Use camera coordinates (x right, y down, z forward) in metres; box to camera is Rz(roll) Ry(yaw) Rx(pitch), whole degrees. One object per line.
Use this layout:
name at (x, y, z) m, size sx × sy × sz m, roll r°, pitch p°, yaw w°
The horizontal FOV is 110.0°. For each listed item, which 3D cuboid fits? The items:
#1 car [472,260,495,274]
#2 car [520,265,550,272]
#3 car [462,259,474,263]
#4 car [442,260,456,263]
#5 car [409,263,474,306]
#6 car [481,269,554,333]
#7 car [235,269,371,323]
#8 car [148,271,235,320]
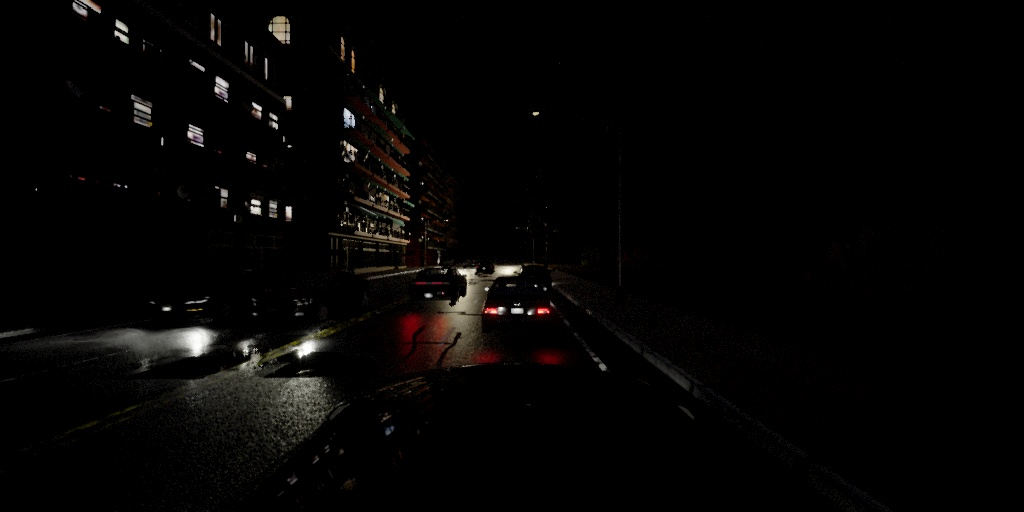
car at (-3.073, 1.317, 41.526) m, size 1.994 × 1.385 × 4.181 m, roll 0°, pitch 0°, yaw 0°
car at (1.173, 1.258, 20.372) m, size 1.837 × 1.490 × 4.892 m, roll 0°, pitch 0°, yaw 0°
car at (-6.487, 1.258, 55.592) m, size 1.837 × 1.490 × 4.892 m, roll 0°, pitch 0°, yaw 0°
car at (-9.733, 1.278, 55.706) m, size 1.812 × 1.442 × 4.674 m, roll 0°, pitch 0°, yaw 0°
car at (-3.122, 1.245, 15.854) m, size 2.128 × 1.511 × 4.902 m, roll 0°, pitch 0°, yaw 0°
car at (0.120, 1.299, 10.684) m, size 2.033 × 1.411 × 5.357 m, roll 0°, pitch 0°, yaw 0°
car at (-6.579, 1.230, 12.320) m, size 1.882 × 1.535 × 5.008 m, roll 0°, pitch 0°, yaw 0°
car at (-9.829, 1.257, 12.634) m, size 1.837 × 1.490 × 4.892 m, roll 0°, pitch 0°, yaw 0°
